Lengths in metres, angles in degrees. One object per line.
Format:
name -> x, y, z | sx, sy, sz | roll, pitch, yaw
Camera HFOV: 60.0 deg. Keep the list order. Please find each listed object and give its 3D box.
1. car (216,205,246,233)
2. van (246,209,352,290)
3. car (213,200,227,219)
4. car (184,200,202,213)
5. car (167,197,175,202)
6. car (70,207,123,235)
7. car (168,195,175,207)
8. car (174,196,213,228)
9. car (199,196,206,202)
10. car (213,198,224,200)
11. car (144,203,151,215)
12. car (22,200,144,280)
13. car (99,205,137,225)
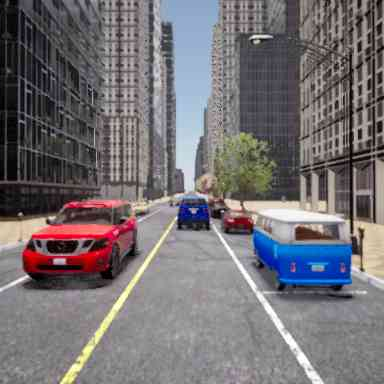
car -> 2.702, 1.718, 20.359 | 1.802, 1.307, 4.206 | 0, 0, 0
van -> 2.697, 1.403, 8.964 | 1.690, 1.788, 3.998 | 0, 0, 0
car -> 2.708, 1.773, 31.753 | 1.947, 1.339, 4.313 | 0, 0, 0
car -> 0.122, 1.755, 41.963 | 2.128, 1.511, 4.902 | 0, 0, 0
car -> -5.768, 2.020, 92.469 | 1.752, 1.417, 4.829 | 0, 0, 0
car -> -5.678, 1.687, 20.364 | 2.008, 1.369, 4.403 | 0, 0, 0
car -> -2.981, 1.845, 59.209 | 2.128, 1.511, 4.902 | 0, 0, 0
car -> 0.112, 1.376, 23.599 | 2.150, 2.045, 5.566 | 0, -1, 0
car -> 2.872, 1.936, 92.634 | 1.967, 1.590, 4.097 | 0, 0, 0
car -> 2.712, 1.555, 37.450 | 2.192, 1.841, 5.009 | 0, 0, 0
car -> -5.669, 1.764, 37.285 | 1.752, 1.417, 4.829 | 0, 0, 0
car -> -3.096, 1.293, 10.549 | 2.150, 2.045, 5.566 | 0, 0, 0
car -> -5.675, 1.738, 26.060 | 1.947, 1.339, 4.313 | 0, 0, 0
